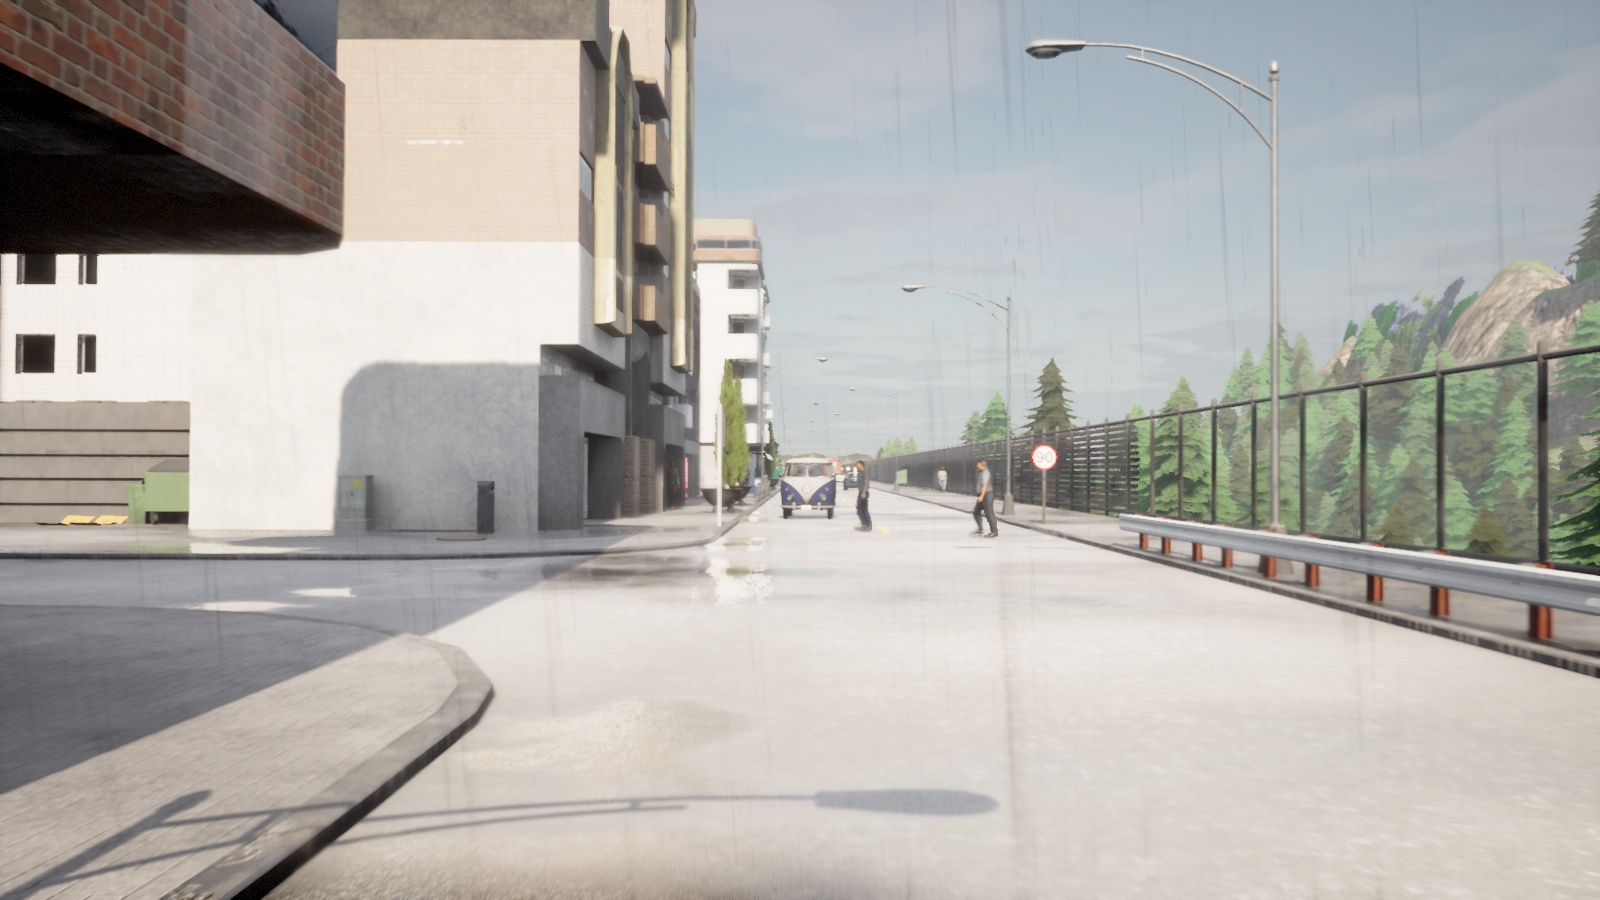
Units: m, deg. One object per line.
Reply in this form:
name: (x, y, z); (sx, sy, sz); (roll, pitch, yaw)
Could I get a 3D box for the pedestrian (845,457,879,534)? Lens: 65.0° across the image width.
pedestrian: (1.594, 1.153, 32.242); (0.788, 1.949, 0.423); (0, -1, -12)

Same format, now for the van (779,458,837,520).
van: (0.306, 1.274, 42.259); (1.775, 1.987, 4.442); (0, -1, 3)

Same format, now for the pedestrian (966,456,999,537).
pedestrian: (4.236, 1.073, 29.139); (0.694, 1.848, 0.540); (0, -1, 1)

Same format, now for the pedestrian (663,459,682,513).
pedestrian: (-4.673, 1.315, 46.110); (0.423, 1.949, 0.788); (0, -1, -27)

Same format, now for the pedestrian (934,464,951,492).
pedestrian: (9.473, 1.883, 83.448); (0.874, 1.855, 0.900); (0, -1, -7)
